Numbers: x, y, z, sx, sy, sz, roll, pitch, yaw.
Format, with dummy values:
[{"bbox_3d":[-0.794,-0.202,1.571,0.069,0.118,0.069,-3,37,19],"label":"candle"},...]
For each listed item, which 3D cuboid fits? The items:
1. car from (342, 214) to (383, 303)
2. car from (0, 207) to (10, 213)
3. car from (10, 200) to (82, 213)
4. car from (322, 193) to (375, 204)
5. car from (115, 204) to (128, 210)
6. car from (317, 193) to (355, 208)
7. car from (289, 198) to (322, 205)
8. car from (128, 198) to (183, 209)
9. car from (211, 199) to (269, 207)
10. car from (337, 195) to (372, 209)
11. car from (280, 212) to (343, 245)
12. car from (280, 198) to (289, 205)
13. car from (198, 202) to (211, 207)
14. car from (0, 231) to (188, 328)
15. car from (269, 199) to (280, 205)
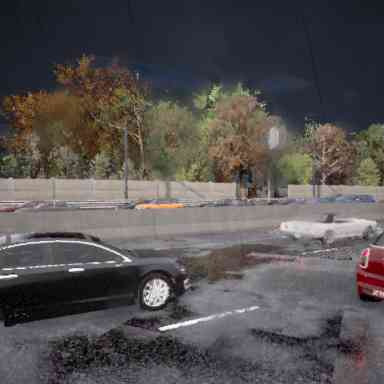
[{"bbox_3d":[5.519,1.350,6.819,4.553,1.767,2.097,0,0,-30],"label":"car"},{"bbox_3d":[-13.557,1.478,28.339,5.008,1.535,1.882,0,0,-30],"label":"car"},{"bbox_3d":[-11.067,1.492,25.738,4.902,1.511,2.128,0,0,-30],"label":"car"},{"bbox_3d":[16.125,1.223,33.505,5.566,2.045,2.150,0,0,-30],"label":"car"},{"bbox_3d":[-5.179,1.505,33.224,4.892,1.490,1.837,0,0,-30],"label":"car"},{"bbox_3d":[21.081,1.229,48.549,5.566,2.045,2.150,0,0,-30],"label":"car"},{"bbox_3d":[13.276,1.479,35.894,5.008,1.535,1.882,0,0,-30],"label":"car"},{"bbox_3d":[-3.077,1.352,30.401,4.553,1.767,2.097,0,0,-30],"label":"car"},{"bbox_3d":[5.119,1.548,35.186,5.357,1.411,2.033,0,0,-30],"label":"car"},{"bbox_3d":[22.053,1.359,45.067,4.553,1.767,2.097,0,0,-30],"label":"car"},{"bbox_3d":[6.470,1.600,15.479,4.718,1.301,1.895,0,0,-30],"label":"car"},{"bbox_3d":[13.528,1.494,40.093,4.902,1.511,2.128,0,0,-30],"label":"car"},{"bbox_3d":[3.263,1.548,38.161,5.357,1.411,2.033,0,0,-30],"label":"car"},{"bbox_3d":[-2.399,1.505,6.249,4.892,1.490,1.837,0,0,-30],"label":"car"},{"bbox_3d":[12.150,1.550,43.340,5.357,1.411,2.033,0,0,-30],"label":"car"}]
